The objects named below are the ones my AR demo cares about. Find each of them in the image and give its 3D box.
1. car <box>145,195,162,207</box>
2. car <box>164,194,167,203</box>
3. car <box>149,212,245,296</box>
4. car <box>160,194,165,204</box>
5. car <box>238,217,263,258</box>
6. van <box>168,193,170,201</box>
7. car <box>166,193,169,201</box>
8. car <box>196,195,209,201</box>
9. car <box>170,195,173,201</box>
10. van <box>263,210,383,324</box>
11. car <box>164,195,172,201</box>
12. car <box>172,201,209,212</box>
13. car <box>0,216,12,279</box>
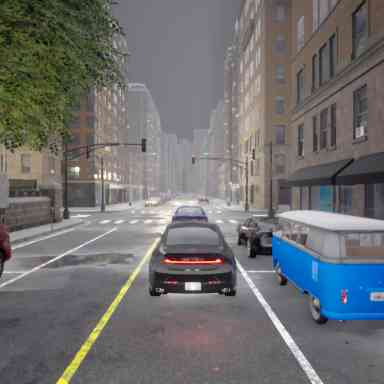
[{"bbox_3d":[-6.041,1.497,50.276,1.752,1.417,4.829,0,0,0],"label":"car"},{"bbox_3d":[-6.125,1.514,61.347,1.887,1.381,4.507,0,0,0],"label":"car"},{"bbox_3d":[0.011,1.503,8.605,1.837,1.490,4.892,0,0,0],"label":"car"},{"bbox_3d":[-6.083,1.521,55.896,2.008,1.369,4.403,0,0,0],"label":"car"},{"bbox_3d":[2.767,1.563,12.523,1.947,1.339,4.313,0,0,0],"label":"car"},{"bbox_3d":[-6.207,1.311,72.248,1.690,1.788,3.998,0,0,0],"label":"van"},{"bbox_3d":[-6.166,1.514,66.798,1.887,1.381,4.507,0,0,0],"label":"car"},{"bbox_3d":[2.358,1.409,66.898,1.967,1.590,4.097,0,0,0],"label":"car"},{"bbox_3d":[-6.247,1.522,77.699,2.008,1.369,4.403,0,0,0],"label":"car"},{"bbox_3d":[2.809,1.340,6.862,1.690,1.788,3.998,0,0,0],"label":"van"},{"bbox_3d":[-6.328,1.502,88.430,1.752,1.417,4.829,0,0,0],"label":"car"},{"bbox_3d":[-0.098,1.472,18.101,1.882,1.535,5.008,0,0,0],"label":"car"},{"bbox_3d":[-5.715,1.314,6.758,2.192,1.841,5.009,0,0,0],"label":"car"}]
